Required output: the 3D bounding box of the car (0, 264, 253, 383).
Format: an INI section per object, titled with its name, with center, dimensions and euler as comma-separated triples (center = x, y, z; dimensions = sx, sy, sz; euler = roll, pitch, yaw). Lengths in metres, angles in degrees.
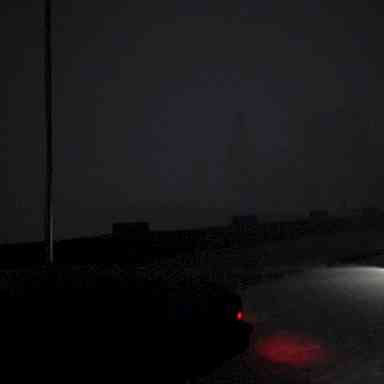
[car]
center = -1.810, 1.546, 3.293
dimensions = 5.357, 1.411, 2.033
euler = 0, 0, -35
